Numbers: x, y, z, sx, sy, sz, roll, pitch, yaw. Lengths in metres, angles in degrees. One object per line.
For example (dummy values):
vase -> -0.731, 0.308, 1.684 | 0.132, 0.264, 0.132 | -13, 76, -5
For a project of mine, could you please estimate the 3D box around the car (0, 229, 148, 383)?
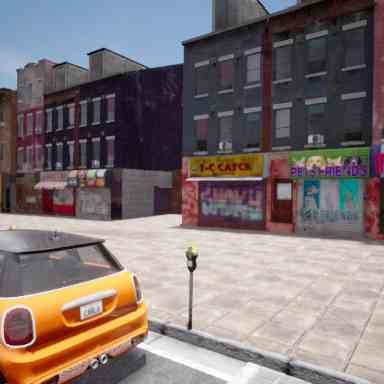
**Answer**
car -> -2.864, 1.351, 5.000 | 4.553, 1.767, 2.097 | 0, 0, 36
